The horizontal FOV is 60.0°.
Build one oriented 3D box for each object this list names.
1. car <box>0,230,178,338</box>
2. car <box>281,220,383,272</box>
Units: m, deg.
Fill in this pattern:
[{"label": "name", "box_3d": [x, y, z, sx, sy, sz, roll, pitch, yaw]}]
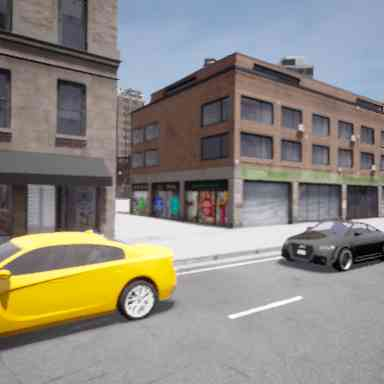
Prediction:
[{"label": "car", "box_3d": [-2.625, 1.487, 5.802, 5.008, 1.535, 1.882, 1, 0, -35]}, {"label": "car", "box_3d": [4.957, 1.651, 11.193, 4.181, 1.385, 1.994, 1, 0, -35]}]
